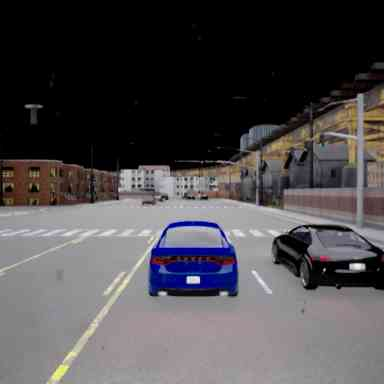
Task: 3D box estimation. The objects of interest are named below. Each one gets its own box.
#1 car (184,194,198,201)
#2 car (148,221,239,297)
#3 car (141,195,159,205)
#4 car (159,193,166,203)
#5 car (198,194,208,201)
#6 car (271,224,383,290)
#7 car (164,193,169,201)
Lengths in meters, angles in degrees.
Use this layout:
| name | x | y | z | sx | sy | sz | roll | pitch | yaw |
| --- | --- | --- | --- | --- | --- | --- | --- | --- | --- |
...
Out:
| name | x | y | z | sx | sy | sz | roll | pitch | yaw |
| --- | --- | --- | --- | --- | --- | --- | --- | --- | --- |
| car | -0.282 | 1.317 | 86.759 | 2.097 | 1.767 | 4.553 | 0 | 0 | -3 |
| car | 0.035 | 1.475 | 8.638 | 1.882 | 1.535 | 5.008 | 0 | 0 | 0 |
| car | -7.250 | 1.334 | 56.273 | 2.097 | 1.767 | 4.553 | 0 | 0 | 0 |
| car | -7.217 | 1.501 | 71.071 | 1.812 | 1.442 | 4.674 | 0 | 0 | 0 |
| car | 3.204 | 1.442 | 87.658 | 1.882 | 1.535 | 5.008 | 0 | 0 | -3 |
| car | 3.538 | 1.561 | 9.104 | 1.994 | 1.385 | 4.181 | 0 | 0 | 0 |
| car | -7.270 | 1.193 | 86.364 | 2.150 | 2.045 | 5.566 | 0 | 0 | 0 |
